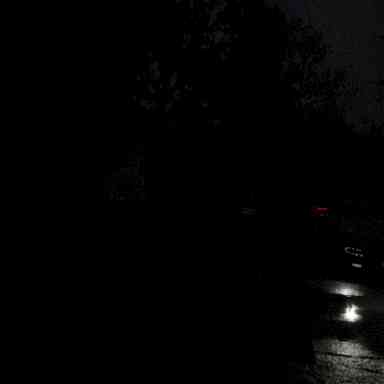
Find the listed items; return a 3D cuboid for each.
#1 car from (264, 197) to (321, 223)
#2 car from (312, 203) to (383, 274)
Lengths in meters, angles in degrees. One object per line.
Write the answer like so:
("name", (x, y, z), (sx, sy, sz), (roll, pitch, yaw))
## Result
("car", (6.784, 1.099, 21.778), (2.128, 1.511, 4.902), (2, 1, -29))
("car", (5.288, 1.423, 10.578), (1.882, 1.535, 5.008), (2, 2, 12))
